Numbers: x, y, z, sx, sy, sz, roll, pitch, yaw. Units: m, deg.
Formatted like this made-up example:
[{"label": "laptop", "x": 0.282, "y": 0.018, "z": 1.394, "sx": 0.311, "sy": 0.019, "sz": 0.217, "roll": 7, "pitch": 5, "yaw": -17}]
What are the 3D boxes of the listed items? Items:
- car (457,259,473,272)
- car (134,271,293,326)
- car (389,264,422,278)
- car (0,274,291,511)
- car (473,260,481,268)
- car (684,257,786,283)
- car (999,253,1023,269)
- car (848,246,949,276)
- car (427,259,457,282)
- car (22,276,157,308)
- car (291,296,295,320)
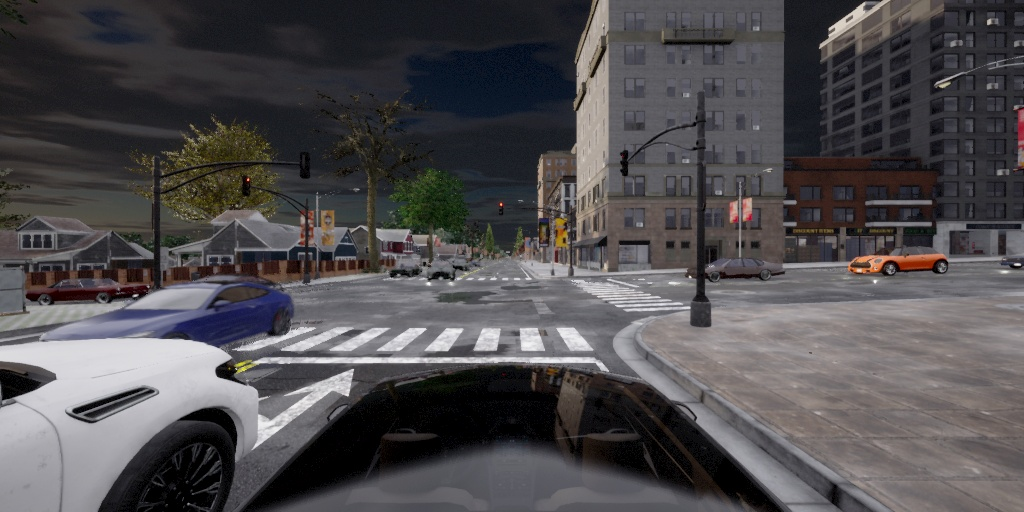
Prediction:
[{"label": "car", "x": -6.631, "y": 1.133, "z": 46.050, "sx": 2.097, "sy": 1.767, "sz": 4.553, "roll": 0, "pitch": 0, "yaw": 0}, {"label": "car", "x": -9.859, "y": 1.320, "z": 12.388, "sx": 1.994, "sy": 1.385, "sz": 4.181, "roll": 0, "pitch": 0, "yaw": 0}, {"label": "car", "x": -9.875, "y": 1.365, "z": 33.479, "sx": 1.895, "sy": 1.301, "sz": 4.718, "roll": 0, "pitch": 0, "yaw": 0}, {"label": "car", "x": -3.146, "y": 0.972, "z": 0.537, "sx": 2.150, "sy": 2.045, "sz": 5.566, "roll": 0, "pitch": 0, "yaw": 0}, {"label": "car", "x": -6.609, "y": 1.397, "z": 64.500, "sx": 1.994, "sy": 1.385, "sz": 4.181, "roll": 0, "pitch": 0, "yaw": 0}, {"label": "car", "x": 13.509, "y": 0.793, "z": 21.871, "sx": 5.357, "sy": 1.411, "sz": 2.033, "roll": -2, "pitch": 0, "yaw": 0}, {"label": "car", "x": 33.568, "y": 0.038, "z": 21.934, "sx": 5.357, "sy": 1.411, "sz": 2.033, "roll": -2, "pitch": 0, "yaw": 0}, {"label": "car", "x": 23.428, "y": 0.218, "z": 21.902, "sx": 4.553, "sy": 1.767, "sz": 2.097, "roll": -2, "pitch": 0, "yaw": 0}, {"label": "car", "x": -5.836, "y": 1.115, "z": 29.532, "sx": 2.097, "sy": 1.767, "sz": 4.553, "roll": 0, "pitch": 0, "yaw": -11}, {"label": "car", "x": -21.637, "y": 1.806, "z": 18.517, "sx": 4.718, "sy": 1.301, "sz": 1.895, "roll": -2, "pitch": 0, "yaw": 0}, {"label": "car", "x": -6.596, "y": 1.278, "z": 7.609, "sx": 1.812, "sy": 1.442, "sz": 4.674, "roll": 0, "pitch": 0, "yaw": 0}]
